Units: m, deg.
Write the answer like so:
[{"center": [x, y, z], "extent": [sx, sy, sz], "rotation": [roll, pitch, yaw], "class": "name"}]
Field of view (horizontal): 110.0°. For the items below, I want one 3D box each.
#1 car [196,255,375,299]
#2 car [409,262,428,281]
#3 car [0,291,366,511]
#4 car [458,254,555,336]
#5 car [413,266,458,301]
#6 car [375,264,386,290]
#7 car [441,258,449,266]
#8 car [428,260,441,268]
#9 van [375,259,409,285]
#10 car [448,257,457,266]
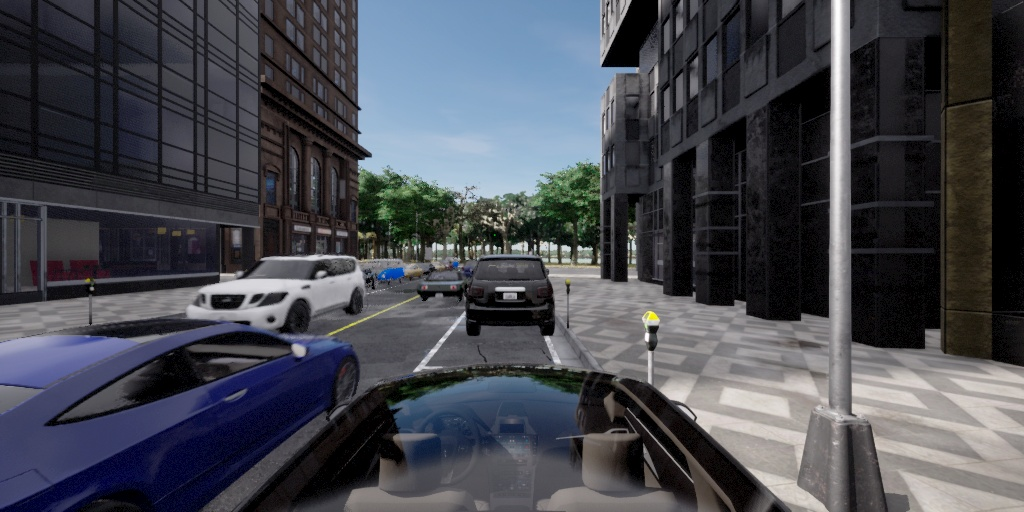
[{"center": [-6.246, 0.971, 10.506], "extent": [2.150, 2.045, 5.566], "rotation": [0, 0, 0], "class": "car"}, {"center": [-8.908, 1.280, 30.691], "extent": [1.751, 1.417, 4.829], "rotation": [0, 0, 0], "class": "car"}, {"center": [-3.046, 1.276, 3.103], "extent": [1.812, 1.442, 4.674], "rotation": [0, 0, 0], "class": "car"}, {"center": [-0.039, 0.971, 10.530], "extent": [2.150, 2.045, 5.566], "rotation": [0, 0, 0], "class": "car"}, {"center": [-3.043, 1.352, 17.222], "extent": [1.895, 1.301, 4.718], "rotation": [0, 0, 0], "class": "car"}, {"center": [-8.908, 1.317, 19.986], "extent": [1.948, 1.339, 4.313], "rotation": [0, 0, 0], "class": "car"}, {"center": [-8.908, 1.284, 41.566], "extent": [1.751, 1.417, 4.829], "rotation": [0, 0, 0], "class": "car"}, {"center": [-8.908, 1.322, 36.298], "extent": [1.948, 1.339, 4.313], "rotation": [0, 0, 0], "class": "car"}, {"center": [-8.908, 1.093, 25.423], "extent": [1.690, 1.789, 3.998], "rotation": [0, 0, 0], "class": "van"}, {"center": [-8.908, 1.201, 47.173], "extent": [1.967, 1.591, 4.097], "rotation": [0, 0, 0], "class": "car"}]
